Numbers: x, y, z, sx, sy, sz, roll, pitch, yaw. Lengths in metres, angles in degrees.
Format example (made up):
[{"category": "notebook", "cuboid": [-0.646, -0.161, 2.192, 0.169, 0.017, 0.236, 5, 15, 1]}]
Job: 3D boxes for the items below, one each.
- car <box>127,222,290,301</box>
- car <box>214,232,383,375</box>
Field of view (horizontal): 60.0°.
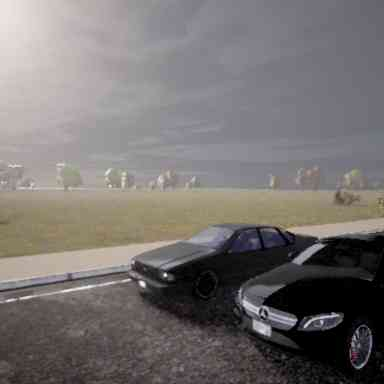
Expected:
[{"category": "car", "cuboid": [1.135, 1.519, 8.479, 5.357, 1.411, 2.033, 0, 0, -35]}, {"category": "car", "cuboid": [2.803, 1.499, 5.676, 4.674, 1.442, 1.812, 0, 0, -35]}]
